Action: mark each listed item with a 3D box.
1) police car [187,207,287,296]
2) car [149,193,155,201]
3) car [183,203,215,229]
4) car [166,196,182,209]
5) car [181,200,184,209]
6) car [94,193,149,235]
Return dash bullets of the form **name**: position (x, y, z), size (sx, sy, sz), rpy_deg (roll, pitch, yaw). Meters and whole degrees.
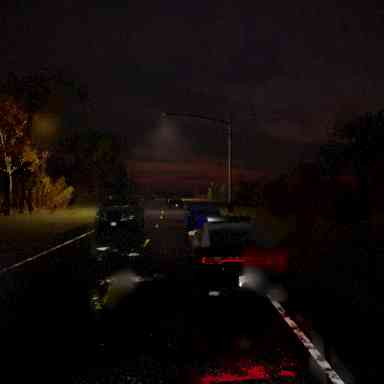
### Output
- **police car**: position (0.947, 1.424, 8.773), size (1.930, 1.638, 5.238), rpy_deg (0, 0, -1)
- **car**: position (-10.062, 1.164, 79.301), size (2.150, 2.045, 5.566), rpy_deg (0, 0, -8)
- **car**: position (0.640, 1.472, 18.714), size (1.882, 1.535, 5.008), rpy_deg (0, 0, -2)
- **car**: position (-2.204, 1.483, 45.618), size (1.837, 1.490, 4.892), rpy_deg (0, 0, -5)
- **car**: position (0.356, 1.514, 24.741), size (1.812, 1.442, 4.674), rpy_deg (0, 0, -3)
- **car**: position (-3.978, 1.215, 19.147), size (2.150, 2.045, 5.566), rpy_deg (0, 0, -2)
